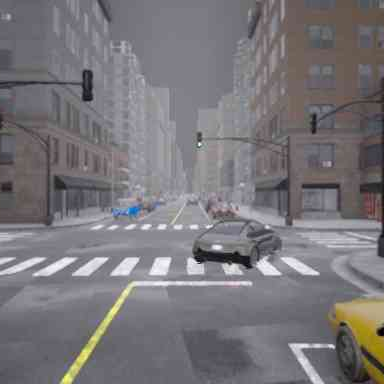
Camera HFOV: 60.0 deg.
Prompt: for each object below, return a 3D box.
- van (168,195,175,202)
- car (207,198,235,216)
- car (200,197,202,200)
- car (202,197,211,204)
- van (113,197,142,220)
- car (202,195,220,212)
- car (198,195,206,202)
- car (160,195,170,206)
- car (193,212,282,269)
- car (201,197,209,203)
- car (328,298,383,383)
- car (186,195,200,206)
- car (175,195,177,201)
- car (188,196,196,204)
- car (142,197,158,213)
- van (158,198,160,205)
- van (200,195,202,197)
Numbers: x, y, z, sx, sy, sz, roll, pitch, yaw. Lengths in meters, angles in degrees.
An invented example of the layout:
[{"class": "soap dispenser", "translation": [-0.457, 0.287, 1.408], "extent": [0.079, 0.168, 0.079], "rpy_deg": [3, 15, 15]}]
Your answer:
[{"class": "van", "translation": [-5.857, 1.712, 85.508], "extent": [1.690, 1.788, 3.998], "rpy_deg": [0, 0, 0]}, {"class": "car", "translation": [2.669, 1.596, 29.665], "extent": [1.967, 1.590, 4.097], "rpy_deg": [0, 0, 0]}, {"class": "car", "translation": [2.669, 1.808, 52.004], "extent": [2.008, 1.369, 4.403], "rpy_deg": [0, 0, 0]}, {"class": "car", "translation": [3.144, 1.833, 72.487], "extent": [1.837, 1.490, 4.892], "rpy_deg": [0, 0, 0]}, {"class": "van", "translation": [-5.857, 1.496, 29.648], "extent": [1.690, 1.788, 3.998], "rpy_deg": [0, 0, 0]}, {"class": "car", "translation": [2.668, 1.525, 40.835], "extent": [2.192, 1.841, 5.009], "rpy_deg": [0, 0, 0]}, {"class": "car", "translation": [2.669, 1.703, 91.100], "extent": [2.192, 1.841, 5.009], "rpy_deg": [0, 0, 0]}, {"class": "car", "translation": [-5.857, 1.843, 63.163], "extent": [1.887, 1.381, 4.507], "rpy_deg": [0, 0, 0]}, {"class": "car", "translation": [1.704, 1.629, 11.674], "extent": [1.994, 1.385, 4.181], "rpy_deg": [0, -1, 28]}, {"class": "car", "translation": [3.147, 1.878, 79.487], "extent": [1.812, 1.442, 4.674], "rpy_deg": [0, 0, 0]}, {"class": "car", "translation": [2.669, 1.540, 2.639], "extent": [1.752, 1.417, 4.829], "rpy_deg": [0, 0, 0]}, {"class": "car", "translation": [0.049, 1.643, 60.640], "extent": [2.097, 1.767, 4.553], "rpy_deg": [0, 0, 0]}, {"class": "car", "translation": [-5.857, 1.954, 91.093], "extent": [1.947, 1.339, 4.313], "rpy_deg": [0, 0, 0]}, {"class": "car", "translation": [-0.001, 1.680, 70.664], "extent": [1.812, 1.442, 4.674], "rpy_deg": [0, 0, 0]}, {"class": "car", "translation": [-5.857, 1.524, 40.820], "extent": [2.192, 1.841, 5.009], "rpy_deg": [0, 0, 0]}, {"class": "van", "translation": [-5.857, 1.576, 46.405], "extent": [1.690, 1.788, 3.998], "rpy_deg": [0, 0, 0]}, {"class": "van", "translation": [2.669, 1.620, 57.591], "extent": [1.690, 1.788, 3.998], "rpy_deg": [0, 0, 0]}]
